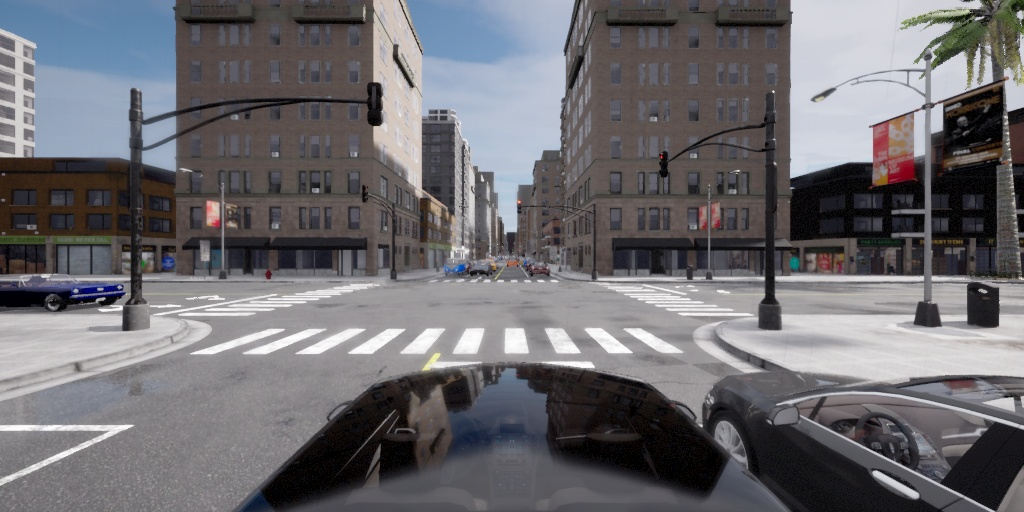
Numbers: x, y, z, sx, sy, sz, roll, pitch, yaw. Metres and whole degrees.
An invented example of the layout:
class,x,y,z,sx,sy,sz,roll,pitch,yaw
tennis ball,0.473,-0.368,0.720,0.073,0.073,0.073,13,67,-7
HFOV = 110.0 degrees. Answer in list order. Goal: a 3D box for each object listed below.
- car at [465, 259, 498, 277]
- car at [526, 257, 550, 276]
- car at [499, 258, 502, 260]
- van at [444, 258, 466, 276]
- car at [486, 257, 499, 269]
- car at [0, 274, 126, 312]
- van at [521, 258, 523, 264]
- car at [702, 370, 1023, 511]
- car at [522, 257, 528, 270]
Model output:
class,x,y,z,sx,sy,sz,roll,pitch,yaw
car,-3.009,1.299,36.585,2.033,1.411,5.357,0,0,4
car,2.732,1.192,36.379,1.967,1.591,4.097,0,0,0
car,-2.987,1.353,56.206,1.895,1.301,4.718,0,0,0
van,-5.794,1.092,36.395,1.690,1.789,3.998,0,0,0
car,-3.016,1.230,46.287,1.882,1.535,5.008,0,0,0
car,-17.762,1.328,13.544,4.718,1.301,1.895,0,0,0
van,2.779,1.093,59.056,1.690,1.789,3.998,0,0,0
car,2.668,1.300,1.729,2.007,1.370,4.403,0,0,0
car,2.755,1.193,47.717,1.967,1.591,4.097,0,0,0
